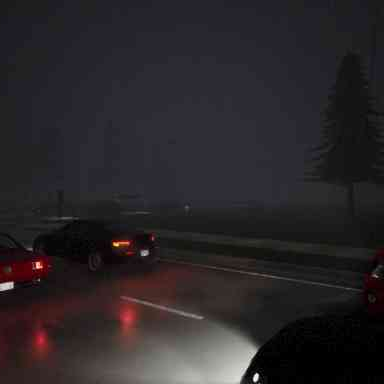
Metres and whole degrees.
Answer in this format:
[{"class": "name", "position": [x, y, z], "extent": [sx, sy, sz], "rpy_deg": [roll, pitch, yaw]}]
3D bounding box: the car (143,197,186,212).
[{"class": "car", "position": [-3.141, 1.526, 38.646], "extent": [1.812, 1.442, 4.674], "rpy_deg": [0, 0, 37]}]

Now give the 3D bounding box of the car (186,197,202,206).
[{"class": "car", "position": [-0.206, 1.525, 54.341], "extent": [1.812, 1.442, 4.674], "rpy_deg": [0, 0, 37]}]

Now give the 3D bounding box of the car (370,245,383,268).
[{"class": "car", "position": [5.403, 1.221, 4.402], "extent": [5.566, 2.045, 2.150], "rpy_deg": [0, 0, 36]}]

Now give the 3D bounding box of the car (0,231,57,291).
[{"class": "car", "position": [-5.502, 1.601, 7.953], "extent": [4.718, 1.301, 1.895], "rpy_deg": [0, 0, 36]}]

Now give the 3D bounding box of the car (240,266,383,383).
[{"class": "car", "position": [2.399, 1.564, 2.262], "extent": [4.181, 1.385, 1.994], "rpy_deg": [0, 0, 36]}]

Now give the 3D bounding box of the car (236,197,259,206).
[{"class": "car", "position": [9.422, 1.547, 55.549], "extent": [2.033, 1.411, 5.357], "rpy_deg": [0, 0, 37]}]

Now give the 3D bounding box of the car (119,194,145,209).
[{"class": "car", "position": [-8.367, 1.221, 43.380], "extent": [2.150, 2.045, 5.566], "rpy_deg": [0, 0, 37]}]

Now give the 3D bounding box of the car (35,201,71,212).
[{"class": "car", "position": [-14.179, 1.601, 35.539], "extent": [1.895, 1.301, 4.718], "rpy_deg": [0, 0, 37]}]

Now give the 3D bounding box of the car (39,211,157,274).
[{"class": "car", "position": [-3.168, 1.526, 10.582], "extent": [4.674, 1.442, 1.812], "rpy_deg": [0, 0, 36]}]

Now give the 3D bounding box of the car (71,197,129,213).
[{"class": "car", "position": [-8.556, 1.526, 31.337], "extent": [1.812, 1.442, 4.674], "rpy_deg": [0, 0, 36]}]
